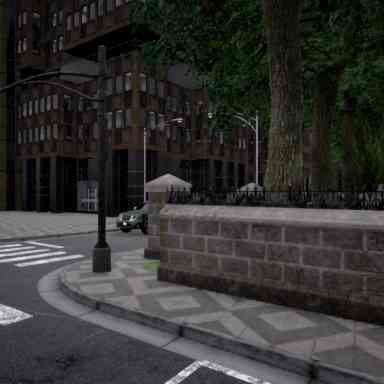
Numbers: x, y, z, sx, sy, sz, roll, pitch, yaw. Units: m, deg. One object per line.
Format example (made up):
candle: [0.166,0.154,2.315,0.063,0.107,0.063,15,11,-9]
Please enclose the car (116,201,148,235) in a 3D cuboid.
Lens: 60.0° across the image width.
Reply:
car: [-2.395,1.584,22.018,2.150,2.045,5.566,0,-1,35]
